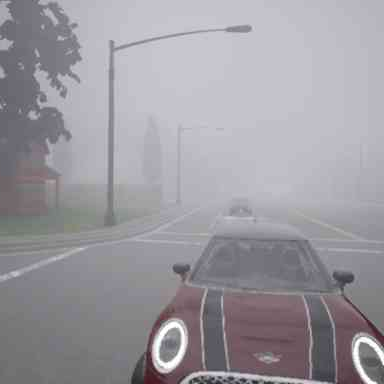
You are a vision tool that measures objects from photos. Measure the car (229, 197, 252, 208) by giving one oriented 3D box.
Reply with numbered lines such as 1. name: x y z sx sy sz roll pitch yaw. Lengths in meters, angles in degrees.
1. car: 4.187 1.172 28.782 1.812 1.442 4.674 1 1 8

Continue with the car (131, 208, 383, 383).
1. car: 0.890 1.284 4.510 2.097 1.767 4.553 1 0 9
